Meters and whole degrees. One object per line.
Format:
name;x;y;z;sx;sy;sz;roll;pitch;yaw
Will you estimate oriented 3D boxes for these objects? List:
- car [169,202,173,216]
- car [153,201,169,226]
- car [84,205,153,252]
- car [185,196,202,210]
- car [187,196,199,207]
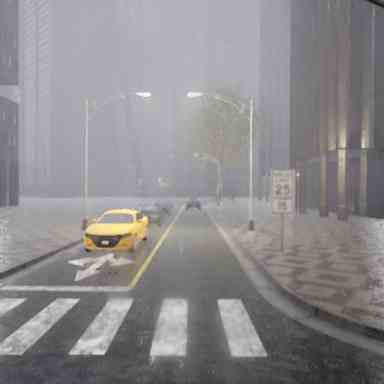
car;-2.941;1.620;33.436;1.895;1.301;4.718;0;0;0
car;-2.983;1.590;23.336;1.994;1.385;4.181;0;0;1
car;-3.027;1.502;14.176;1.882;1.535;5.008;0;0;0
car;0.187;1.523;43.444;1.837;1.490;4.892;0;0;0
car;0.232;1.485;53.868;1.837;1.490;4.892;0;0;0
